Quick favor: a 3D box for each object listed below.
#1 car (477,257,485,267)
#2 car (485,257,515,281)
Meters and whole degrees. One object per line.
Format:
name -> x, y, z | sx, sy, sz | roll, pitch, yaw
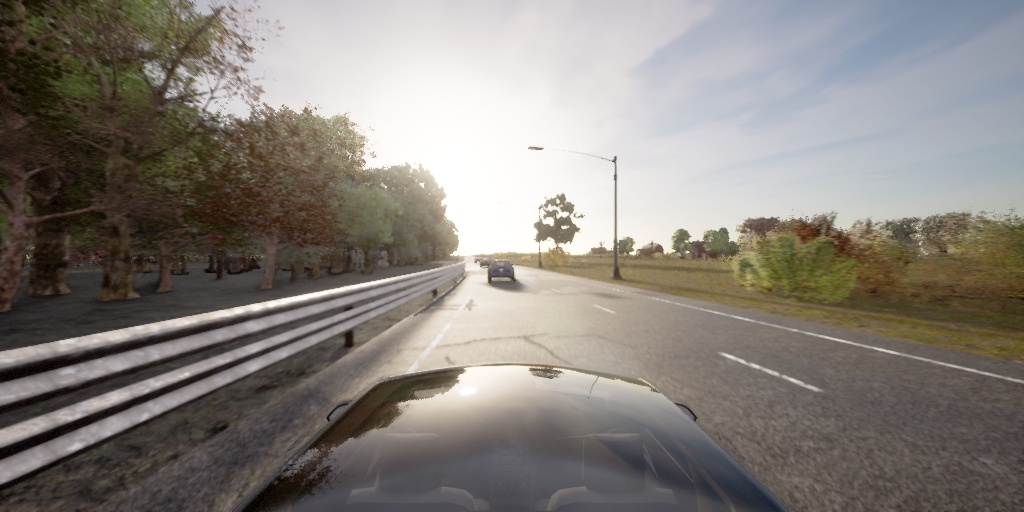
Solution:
car -> -4.641, 1.137, 62.056 | 1.837, 1.490, 4.892 | 0, 0, -8
car -> -0.940, 1.061, 29.283 | 2.097, 1.767, 4.553 | 0, 0, -4
